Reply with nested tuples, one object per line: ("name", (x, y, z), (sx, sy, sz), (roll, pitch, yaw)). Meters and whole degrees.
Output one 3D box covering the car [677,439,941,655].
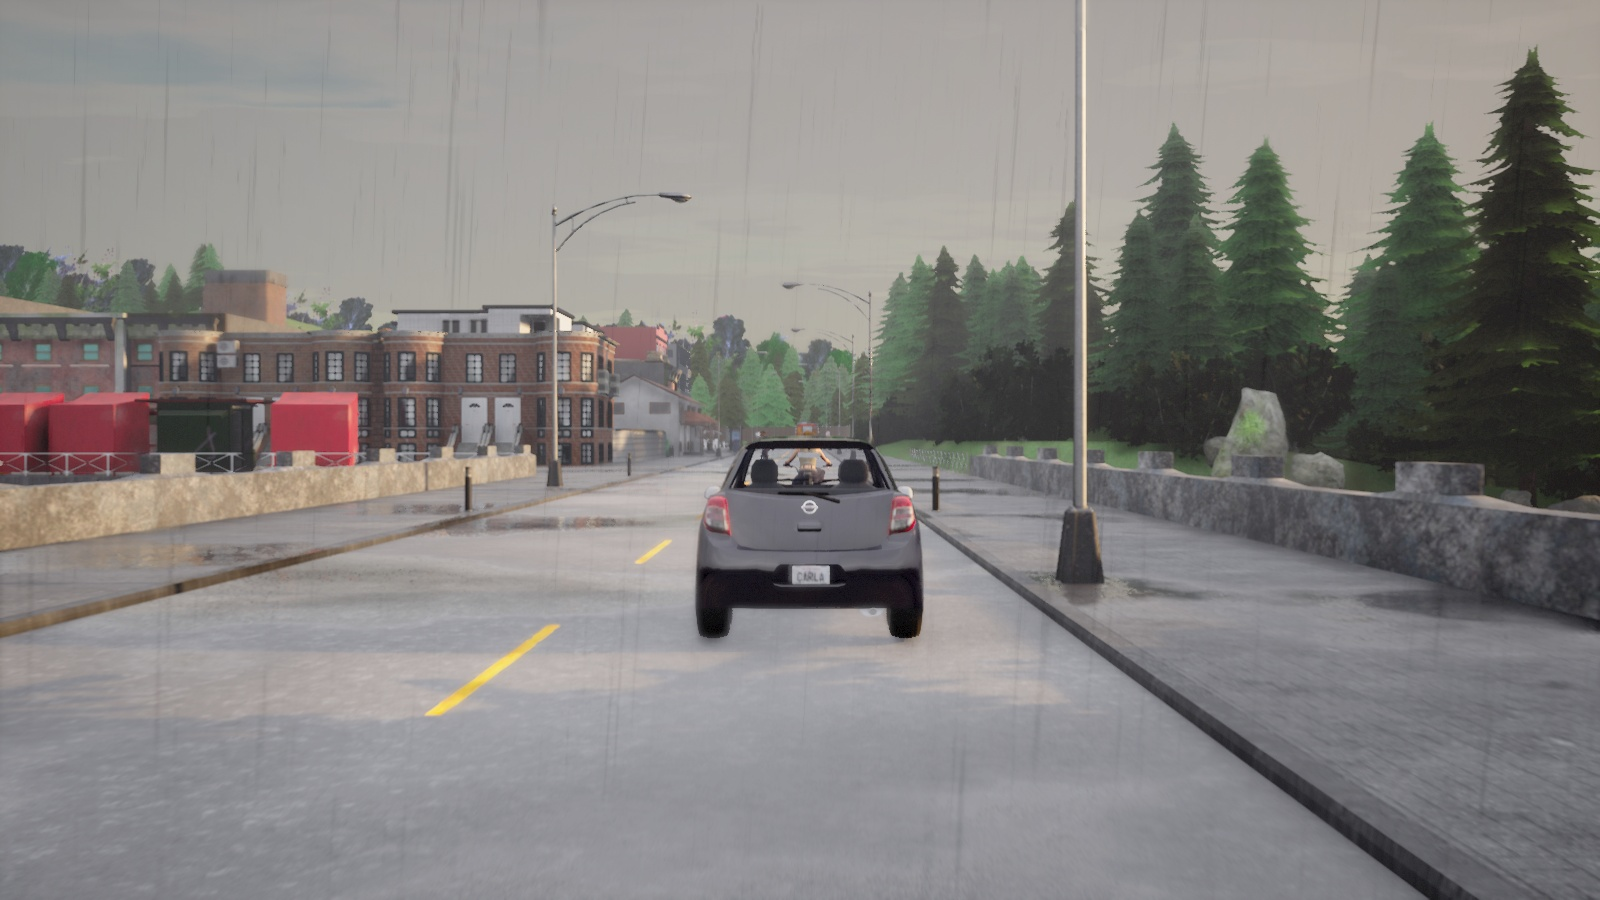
("car", (0.074, 0.662, 10.592), (1.845, 1.501, 3.633), (0, 1, 0))
